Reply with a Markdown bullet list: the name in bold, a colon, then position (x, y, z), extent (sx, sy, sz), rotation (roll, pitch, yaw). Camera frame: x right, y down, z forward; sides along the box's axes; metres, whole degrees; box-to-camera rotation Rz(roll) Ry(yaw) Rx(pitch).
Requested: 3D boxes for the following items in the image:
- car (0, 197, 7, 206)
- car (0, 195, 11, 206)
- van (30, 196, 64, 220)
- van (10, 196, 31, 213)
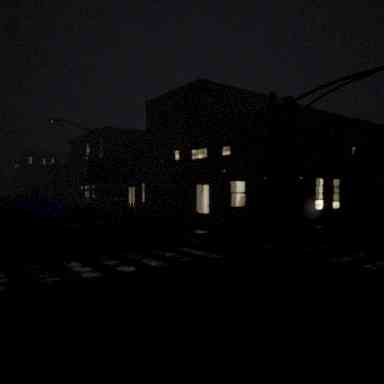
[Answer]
- **car**: position (-32.186, 1.600, 55.542), extent (1.802, 1.307, 4.206), rotation (-1, 1, -36)
- **car**: position (-28.849, 1.327, 50.972), extent (2.192, 1.841, 5.009), rotation (-1, 1, -36)
- **van**: position (-12.141, 1.327, 28.130), extent (1.690, 1.788, 3.998), rotation (-1, 1, -36)
- **van**: position (-18.824, 1.337, 37.266), extent (1.690, 1.788, 3.998), rotation (-1, 1, -36)
